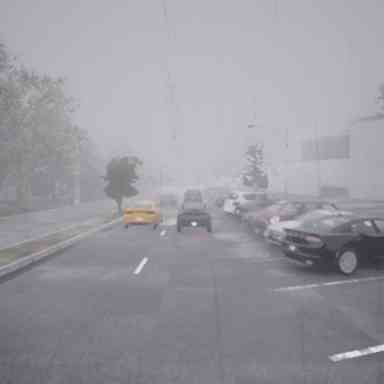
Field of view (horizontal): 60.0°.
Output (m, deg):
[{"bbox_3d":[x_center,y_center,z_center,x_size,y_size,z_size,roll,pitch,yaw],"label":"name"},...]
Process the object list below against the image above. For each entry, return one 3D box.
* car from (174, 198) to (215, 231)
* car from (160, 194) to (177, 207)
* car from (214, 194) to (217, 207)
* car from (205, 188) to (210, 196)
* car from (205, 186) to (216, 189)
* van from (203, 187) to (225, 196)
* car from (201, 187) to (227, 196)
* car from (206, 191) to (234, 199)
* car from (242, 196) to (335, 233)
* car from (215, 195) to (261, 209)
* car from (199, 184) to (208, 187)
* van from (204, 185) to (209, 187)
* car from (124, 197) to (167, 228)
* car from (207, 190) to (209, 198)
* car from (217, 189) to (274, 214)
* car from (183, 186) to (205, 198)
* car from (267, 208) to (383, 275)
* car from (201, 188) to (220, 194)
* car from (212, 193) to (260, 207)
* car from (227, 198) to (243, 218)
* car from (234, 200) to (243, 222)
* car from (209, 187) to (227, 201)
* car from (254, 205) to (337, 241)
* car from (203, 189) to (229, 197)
[{"bbox_3d":[0.114,1.338,19.276,1.837,1.490,4.892,0,1,0],"label":"car"},{"bbox_3d":[-2.870,0.929,40.675,2.128,1.511,4.902,0,2,0],"label":"car"},{"bbox_3d":[4.919,1.194,27.920,5.366,1.575,1.946,0,1,-20],"label":"car"},{"bbox_3d":[5.087,0.572,57.990,4.792,1.488,2.163,0,2,-20],"label":"car"},{"bbox_3d":[5.089,0.276,63.975,4.553,1.767,2.185,0,1,-20],"label":"car"},{"bbox_3d":[5.020,-0.106,75.866,4.442,1.987,1.878,0,2,-20],"label":"van"},{"bbox_3d":[5.157,-0.202,78.908,5.566,2.045,2.435,0,1,-20],"label":"car"},{"bbox_3d":[5.110,0.512,61.008,4.674,1.452,2.002,0,1,-20],"label":"car"},{"bbox_3d":[5.114,1.229,15.979,4.553,1.767,2.185,1,1,-20],"label":"car"},{"bbox_3d":[5.102,1.069,36.993,4.674,1.452,2.002,0,2,-20],"label":"car"},{"bbox_3d":[5.102,-0.061,72.913,5.566,2.045,2.435,0,2,-20],"label":"car"},{"bbox_3d":[5.231,0.106,67.007,4.442,1.987,1.878,0,1,-20],"label":"van"},{"bbox_3d":[-2.885,1.294,20.635,1.882,1.535,5.008,0,1,0],"label":"car"},{"bbox_3d":[5.078,0.855,45.987,4.792,1.488,2.163,0,2,-20],"label":"car"},{"bbox_3d":[5.117,0.994,24.989,5.566,2.045,2.435,0,1,-20],"label":"car"},{"bbox_3d":[0.130,0.677,40.301,2.150,2.045,5.566,0,2,0],"label":"car"},{"bbox_3d":[5.070,1.407,9.969,5.008,1.535,2.097,1,0,-20],"label":"car"},{"bbox_3d":[5.165,-0.336,93.834,4.792,1.488,2.163,0,2,-20],"label":"car"},{"bbox_3d":[5.271,0.962,40.064,5.366,1.575,1.946,0,1,-20],"label":"car"},{"bbox_3d":[5.112,1.315,21.994,4.792,1.488,2.163,1,1,-20],"label":"car"},{"bbox_3d":[5.087,1.366,18.969,4.674,1.452,2.002,1,1,-20],"label":"car"},{"bbox_3d":[5.073,0.842,33.968,5.566,2.045,2.435,0,2,-20],"label":"car"},{"bbox_3d":[5.082,1.422,12.970,4.674,1.452,2.002,1,1,-20],"label":"car"},{"bbox_3d":[5.115,0.262,69.951,4.892,1.521,2.231,0,1,-20],"label":"car"}]
